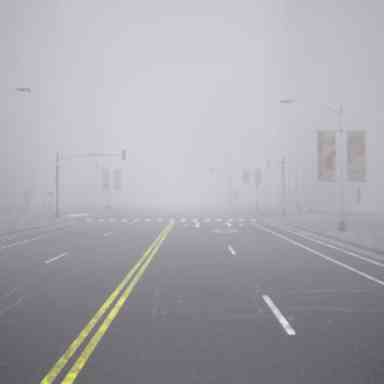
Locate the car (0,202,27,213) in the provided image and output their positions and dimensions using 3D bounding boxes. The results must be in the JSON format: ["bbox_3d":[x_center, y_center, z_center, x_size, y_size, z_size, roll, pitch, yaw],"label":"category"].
[{"bbox_3d":[-23.569,1.977,42.797,4.403,1.369,2.008,0,-1,0],"label":"car"}]

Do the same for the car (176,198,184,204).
[{"bbox_3d":[-3.248,2.363,88.086,1.882,1.535,5.008,0,-1,0],"label":"car"}]
